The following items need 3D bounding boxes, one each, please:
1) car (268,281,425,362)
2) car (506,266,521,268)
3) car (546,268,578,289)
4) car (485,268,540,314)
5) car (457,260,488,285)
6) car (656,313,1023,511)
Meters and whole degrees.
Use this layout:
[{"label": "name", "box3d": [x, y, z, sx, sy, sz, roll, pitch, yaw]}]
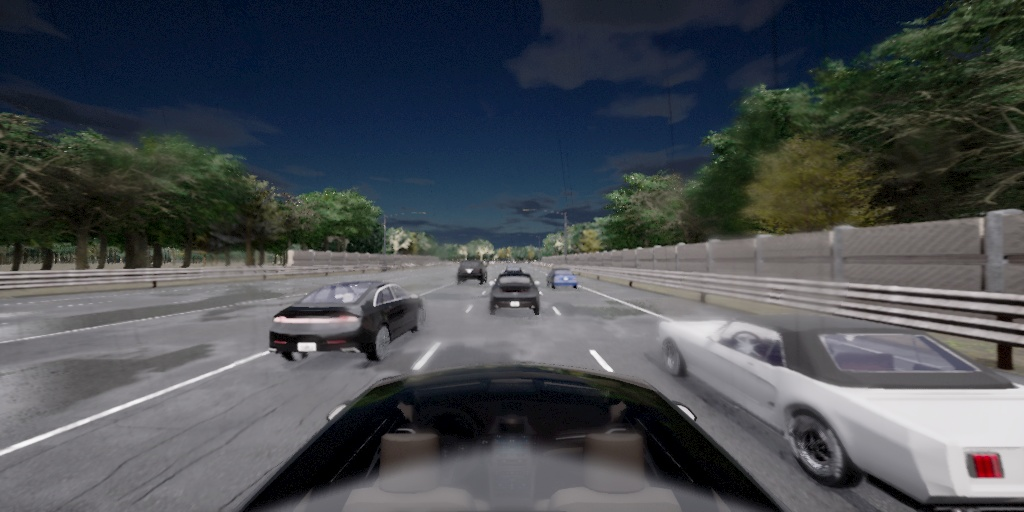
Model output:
[{"label": "car", "box3d": [-3.406, 1.327, 8.396, 2.128, 1.511, 4.902, 0, -1, 0]}, {"label": "car", "box3d": [0.111, 1.643, 31.947, 2.128, 1.511, 4.902, 0, -1, 0]}, {"label": "car", "box3d": [3.608, 1.624, 26.491, 2.033, 1.411, 5.357, 0, -1, 0]}, {"label": "car", "box3d": [0.103, 1.422, 14.659, 1.837, 1.490, 4.892, 0, -1, 0]}, {"label": "car", "box3d": [-3.389, 1.361, 31.147, 2.150, 2.045, 5.566, 0, -1, 0]}, {"label": "car", "box3d": [3.584, 1.387, 4.550, 1.895, 1.301, 4.718, 0, -1, 0]}]
